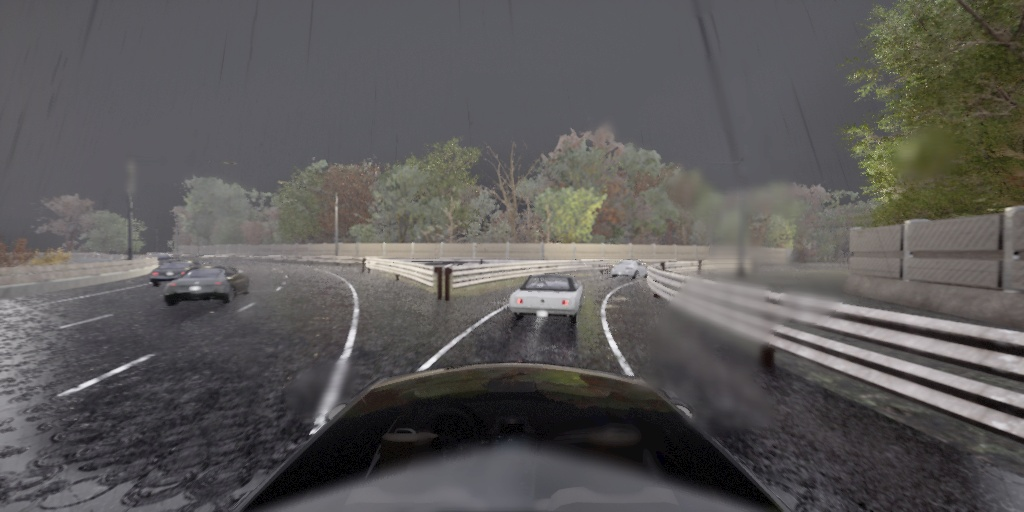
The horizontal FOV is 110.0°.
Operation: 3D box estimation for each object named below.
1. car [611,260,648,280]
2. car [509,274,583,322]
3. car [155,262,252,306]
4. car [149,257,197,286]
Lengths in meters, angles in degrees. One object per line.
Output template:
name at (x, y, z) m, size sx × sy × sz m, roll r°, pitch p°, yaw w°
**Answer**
car at (9.572, 1.063, 28.866) m, size 1.812 × 1.442 × 4.674 m, roll 1°, pitch 1°, yaw 38°
car at (1.352, 1.257, 11.883) m, size 1.895 × 1.301 × 4.718 m, roll 0°, pitch 1°, yaw 14°
car at (-12.197, 1.110, 14.667) m, size 1.994 × 1.385 × 4.181 m, roll 0°, pitch 1°, yaw -25°
car at (-19.742, 0.979, 21.482) m, size 2.033 × 1.411 × 5.357 m, roll 0°, pitch 1°, yaw -31°
